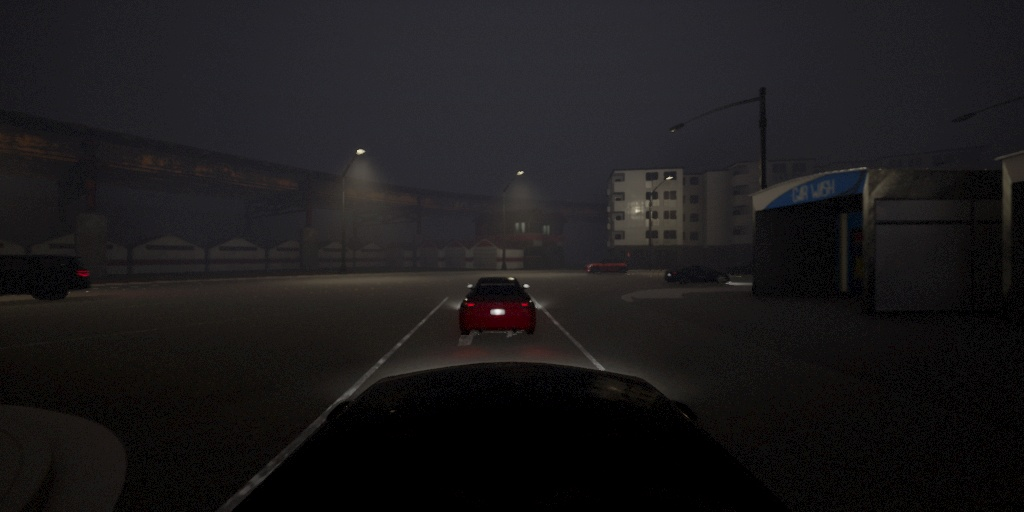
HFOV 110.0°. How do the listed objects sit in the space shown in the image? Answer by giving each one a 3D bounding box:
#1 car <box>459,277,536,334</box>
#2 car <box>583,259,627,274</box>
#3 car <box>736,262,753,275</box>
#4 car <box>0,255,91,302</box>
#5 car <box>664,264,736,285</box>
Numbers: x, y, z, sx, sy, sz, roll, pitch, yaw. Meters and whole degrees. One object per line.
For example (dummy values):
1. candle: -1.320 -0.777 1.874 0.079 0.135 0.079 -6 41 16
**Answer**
1. car: -0.408 1.312 10.622 1.994 1.385 4.181 0 0 -2
2. car: 10.159 1.082 39.292 4.553 1.767 2.097 0 0 -6
3. car: 23.551 1.272 35.801 5.357 1.411 2.033 0 0 8
4. car: -21.841 0.981 14.963 2.150 2.045 5.566 -1 -1 32
5. car: 13.084 1.298 25.470 4.181 1.385 1.994 0 0 -5
